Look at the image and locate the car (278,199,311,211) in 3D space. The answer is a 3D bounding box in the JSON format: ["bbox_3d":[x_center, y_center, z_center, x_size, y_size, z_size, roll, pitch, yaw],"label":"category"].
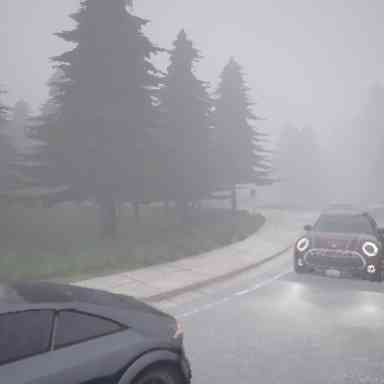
[{"bbox_3d":[12.770,1.670,41.592,1.837,1.490,4.892,0,-1,-21],"label":"car"}]

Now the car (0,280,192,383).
[{"bbox_3d":[-2.042,1.606,2.916,4.181,1.385,1.994,0,-1,-38],"label":"car"}]

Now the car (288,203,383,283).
[{"bbox_3d":[4.596,1.382,10.028,2.097,1.767,4.553,-1,0,31],"label":"car"}]
